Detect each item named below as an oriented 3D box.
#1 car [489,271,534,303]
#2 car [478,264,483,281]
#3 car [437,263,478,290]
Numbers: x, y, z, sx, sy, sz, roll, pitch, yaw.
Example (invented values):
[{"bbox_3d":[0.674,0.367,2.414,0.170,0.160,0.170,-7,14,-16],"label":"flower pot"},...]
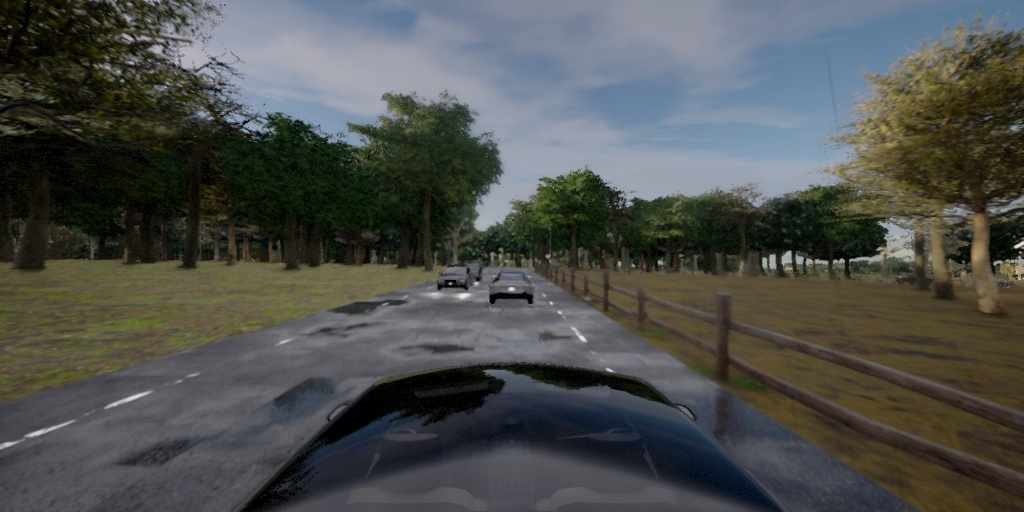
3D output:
[{"bbox_3d":[-0.023,1.378,17.068,1.994,1.385,4.181,0,0,0],"label":"car"},{"bbox_3d":[-3.552,1.365,31.243,2.128,1.511,4.902,0,0,0],"label":"car"},{"bbox_3d":[-3.535,1.366,23.039,1.837,1.490,4.892,0,0,0],"label":"car"}]
